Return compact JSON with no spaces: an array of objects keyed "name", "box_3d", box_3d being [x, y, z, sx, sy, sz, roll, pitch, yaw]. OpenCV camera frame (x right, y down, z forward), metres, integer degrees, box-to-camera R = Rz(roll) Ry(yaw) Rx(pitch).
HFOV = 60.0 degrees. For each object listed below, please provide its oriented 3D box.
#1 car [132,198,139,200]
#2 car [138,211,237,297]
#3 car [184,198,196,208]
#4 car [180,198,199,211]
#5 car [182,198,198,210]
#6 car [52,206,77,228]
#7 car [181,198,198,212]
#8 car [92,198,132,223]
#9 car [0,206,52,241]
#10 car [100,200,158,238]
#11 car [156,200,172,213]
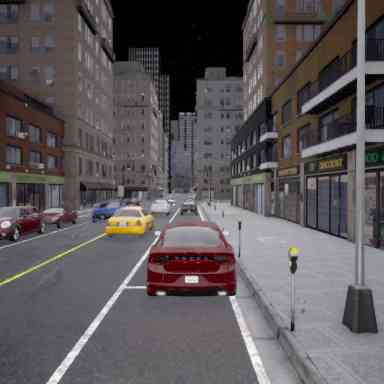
[{"name":"car","box_3d":[-8.821,1.516,49.695,1.887,1.381,4.507,-1,0,0]},{"name":"car","box_3d":[-0.006,1.475,8.652,1.882,1.535,5.008,0,0,0]},{"name":"car","box_3d":[-0.276,1.554,49.696,1.802,1.307,4.206,-1,0,0]},{"name":"car","box_3d":[-0.280,1.537,32.939,2.008,1.369,4.403,-1,0,0]},{"name":"car","box_3d":[-0.277,1.543,44.111,1.947,1.339,4.313,-1,0,0]},{"name":"car","box_3d":[-8.822,1.575,21.767,1.802,1.307,4.206,-1,0,0]},{"name":"car","box_3d":[-0.279,1.507,38.694,1.752,1.417,4.829,-1,0,0]},{"name":"car","box_3d":[-6.244,1.469,25.674,1.882,1.535,5.008,0,0,0]},{"name":"car","box_3d":[-8.823,1.435,16.181,1.967,1.590,4.097,-1,0,0]},{"name":"car","box_3d":[-3.146,1.451,17.688,1.801,1.575,5.366,0,0,0]},{"name":"car","box_3d":[-3.050,1.513,33.004,1.812,1.442,4.674,0,0,0]}]
